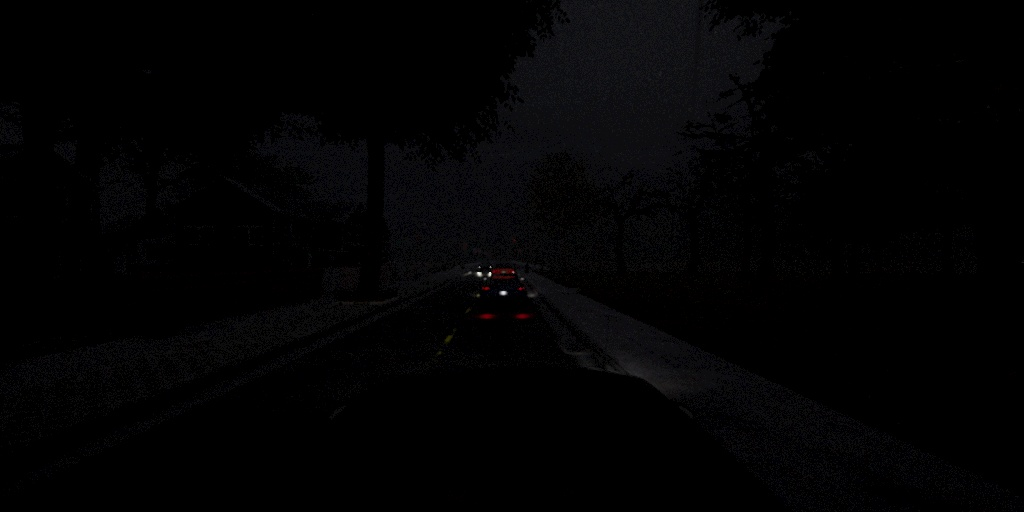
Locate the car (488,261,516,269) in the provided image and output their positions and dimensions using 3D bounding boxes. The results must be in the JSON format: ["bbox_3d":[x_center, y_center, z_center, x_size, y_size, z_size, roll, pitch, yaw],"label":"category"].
[{"bbox_3d":[-0.715,1.361,30.938,2.097,1.767,4.553,0,-1,-1],"label":"car"}]

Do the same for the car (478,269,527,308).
[{"bbox_3d":[-0.373,1.448,16.162,1.994,1.385,4.181,0,0,-1],"label":"car"}]

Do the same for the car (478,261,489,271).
[{"bbox_3d":[-4.016,1.551,54.468,2.097,1.767,4.553,0,0,-1],"label":"car"}]
